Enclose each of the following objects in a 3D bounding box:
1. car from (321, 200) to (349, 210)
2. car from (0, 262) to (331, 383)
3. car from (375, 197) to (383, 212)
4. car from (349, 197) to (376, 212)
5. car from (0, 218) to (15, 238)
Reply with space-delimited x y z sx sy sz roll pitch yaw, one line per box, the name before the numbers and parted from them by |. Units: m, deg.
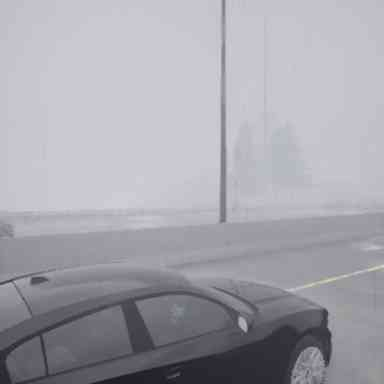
car | 18.944 1.692 43.185 4.718 1.301 1.895 0 0 -34
car | -0.623 1.480 3.303 5.008 1.535 1.882 0 0 -36
car | 23.469 1.584 37.778 4.902 1.511 2.128 0 0 -34
car | 21.872 1.446 40.918 4.553 1.767 2.097 0 0 -34
car | -9.885 1.563 14.135 4.181 1.385 1.994 0 0 -35
